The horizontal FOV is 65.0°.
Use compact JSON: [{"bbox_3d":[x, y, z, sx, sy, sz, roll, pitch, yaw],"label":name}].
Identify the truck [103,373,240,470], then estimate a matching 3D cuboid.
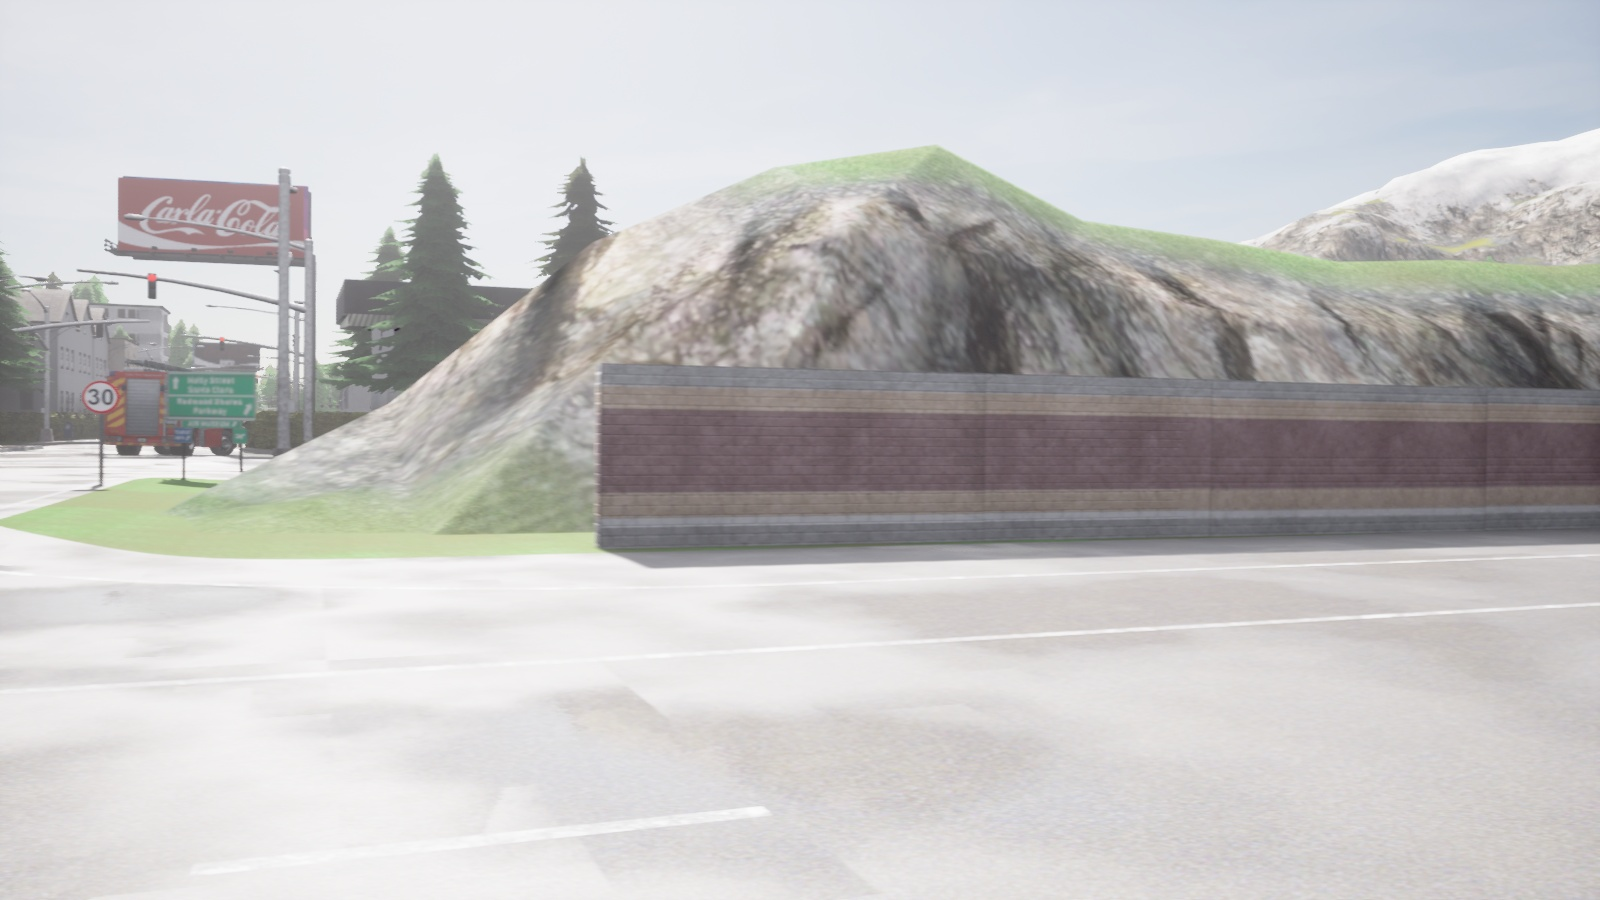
[{"bbox_3d":[-26.715,-1.093,53.858,2.891,3.827,8.468,0,0,-10],"label":"truck"}]
